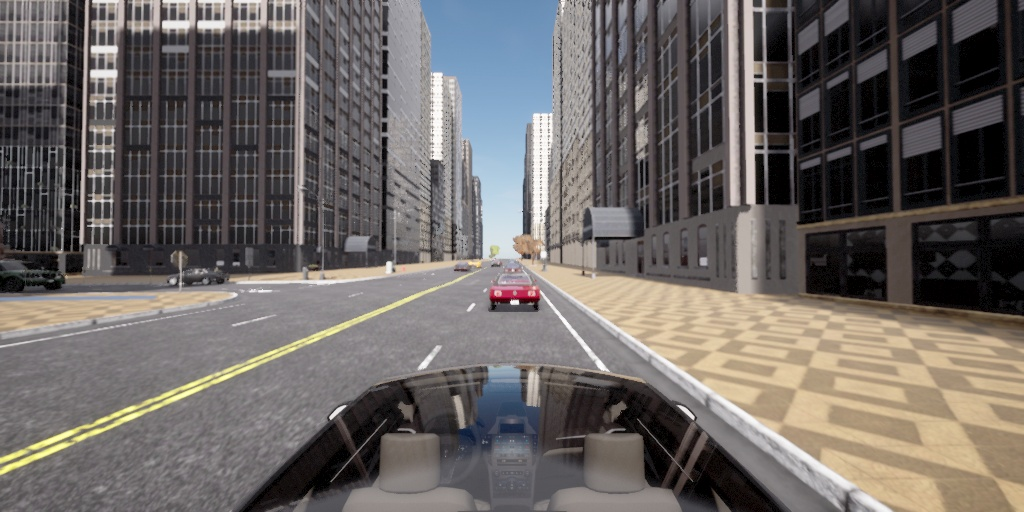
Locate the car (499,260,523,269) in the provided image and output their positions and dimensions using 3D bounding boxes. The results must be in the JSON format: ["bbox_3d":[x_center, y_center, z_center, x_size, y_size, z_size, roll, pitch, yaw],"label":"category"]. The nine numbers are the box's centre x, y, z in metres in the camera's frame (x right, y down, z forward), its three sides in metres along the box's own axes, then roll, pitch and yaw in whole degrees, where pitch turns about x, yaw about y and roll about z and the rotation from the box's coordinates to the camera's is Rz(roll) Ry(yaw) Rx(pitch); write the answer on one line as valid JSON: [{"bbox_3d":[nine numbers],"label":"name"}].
[{"bbox_3d":[0.107,1.398,35.635,2.033,1.411,5.357,0,0,0],"label":"car"}]

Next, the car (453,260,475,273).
[{"bbox_3d":[-6.564,1.438,47.802,2.033,1.411,5.357,0,0,0],"label":"car"}]

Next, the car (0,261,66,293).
[{"bbox_3d":[-32.849,1.301,23.373,5.566,2.045,2.150,-1,-1,-1],"label":"car"}]

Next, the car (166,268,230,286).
[{"bbox_3d":[-25.650,1.670,29.355,4.403,1.370,2.007,0,0,-1],"label":"car"}]

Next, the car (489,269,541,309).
[{"bbox_3d":[0.105,1.391,15.166,1.895,1.301,4.718,0,0,0],"label":"car"}]

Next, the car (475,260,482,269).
[{"bbox_3d":[-6.513,1.416,63.697,1.882,1.535,5.008,0,0,1],"label":"car"}]
